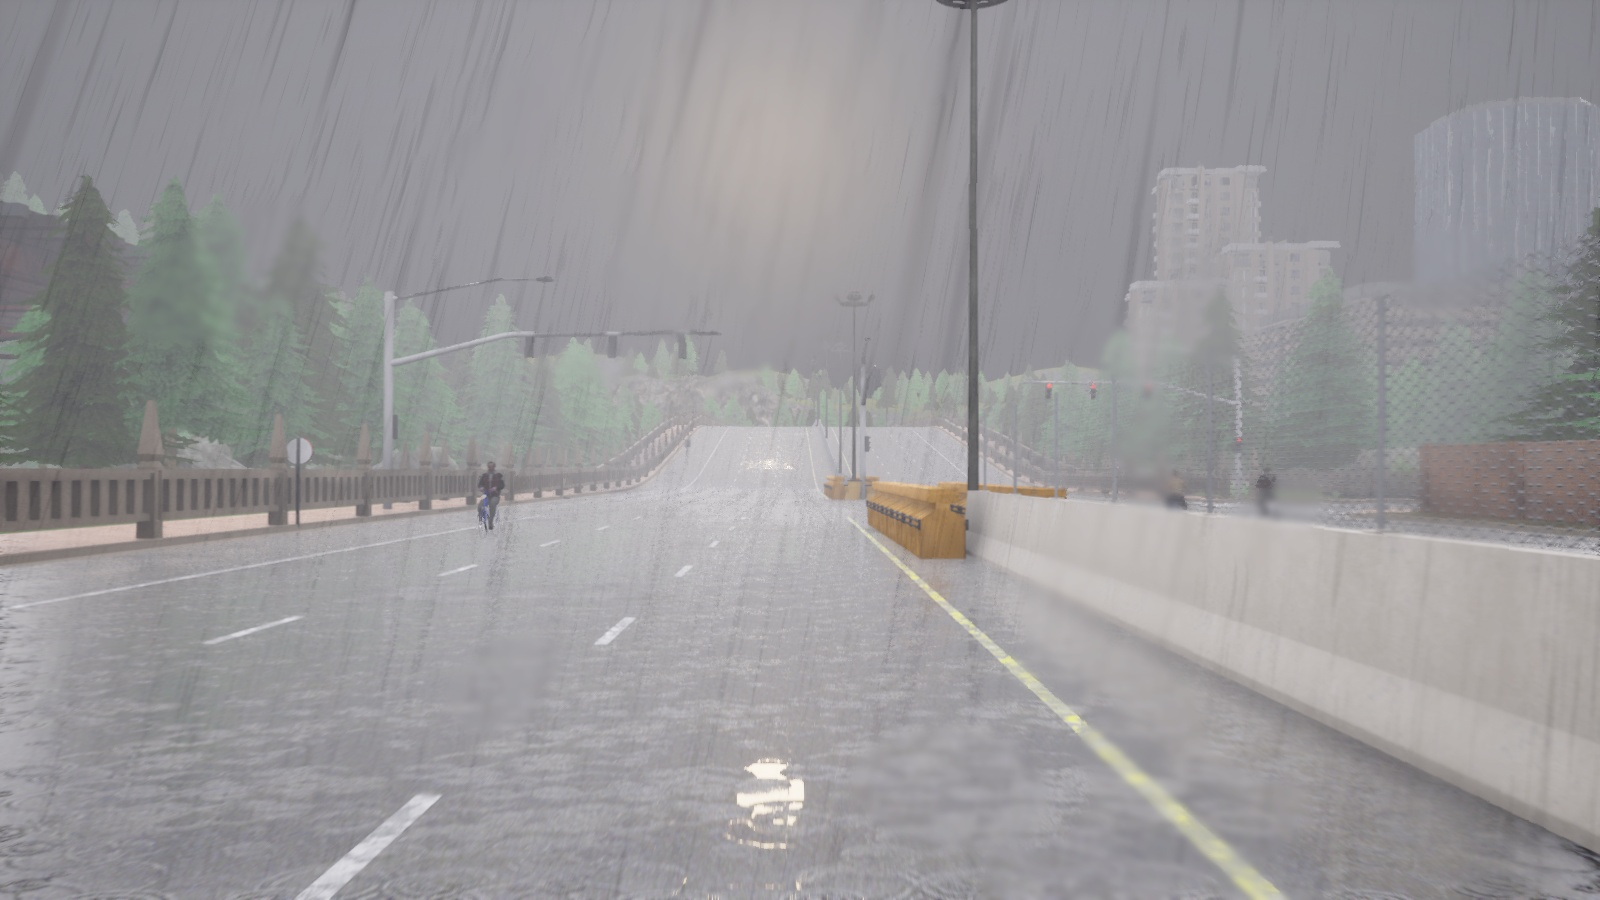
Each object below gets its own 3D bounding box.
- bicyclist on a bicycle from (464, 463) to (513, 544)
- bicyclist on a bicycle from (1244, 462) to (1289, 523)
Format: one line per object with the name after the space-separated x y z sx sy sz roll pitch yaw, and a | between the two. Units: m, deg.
-7.073 1.192 28.550 0.659 1.776 1.843 0 -1 0 | bicyclist on a bicycle
13.904 1.257 37.469 0.659 1.776 1.843 0 -1 0 | bicyclist on a bicycle
